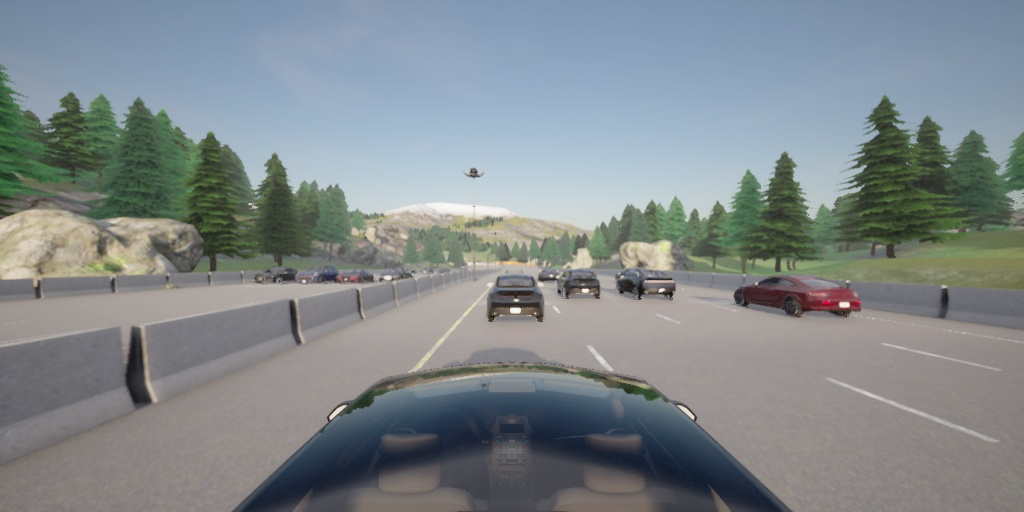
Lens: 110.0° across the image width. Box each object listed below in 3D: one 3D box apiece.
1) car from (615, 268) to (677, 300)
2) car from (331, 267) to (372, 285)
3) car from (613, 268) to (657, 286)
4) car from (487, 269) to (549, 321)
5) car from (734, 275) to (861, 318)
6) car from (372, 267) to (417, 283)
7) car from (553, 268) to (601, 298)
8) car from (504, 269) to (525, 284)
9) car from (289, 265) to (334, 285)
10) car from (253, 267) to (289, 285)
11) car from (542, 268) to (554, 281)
[{"bbox_3d":[7.162,1.490,19.568,2.128,1.511,4.902,0,-1,0],"label":"car"},{"bbox_3d":[-13.978,1.812,32.179,1.994,1.385,4.181,0,-1,0],"label":"car"},{"bbox_3d":[10.712,1.785,31.610,2.033,1.411,5.357,0,-1,0],"label":"car"},{"bbox_3d":[0.125,1.401,13.164,1.837,1.490,4.892,0,0,0],"label":"car"},{"bbox_3d":[10.631,1.430,13.754,1.812,1.442,4.674,0,-1,0],"label":"car"},{"bbox_3d":[-10.477,1.749,32.576,2.128,1.511,4.902,0,-1,0],"label":"car"},{"bbox_3d":[3.665,1.515,20.261,1.837,1.490,4.892,0,-1,0],"label":"car"},{"bbox_3d":[0.226,1.908,34.695,1.895,1.301,4.718,0,-1,0],"label":"car"},{"bbox_3d":[-17.477,1.604,32.415,2.097,1.767,4.553,0,-1,0],"label":"car"},{"bbox_3d":[-20.977,1.756,32.354,1.837,1.490,4.892,0,-2,0],"label":"car"},{"bbox_3d":[3.731,1.903,36.001,1.994,1.385,4.181,0,-1,0],"label":"car"}]
